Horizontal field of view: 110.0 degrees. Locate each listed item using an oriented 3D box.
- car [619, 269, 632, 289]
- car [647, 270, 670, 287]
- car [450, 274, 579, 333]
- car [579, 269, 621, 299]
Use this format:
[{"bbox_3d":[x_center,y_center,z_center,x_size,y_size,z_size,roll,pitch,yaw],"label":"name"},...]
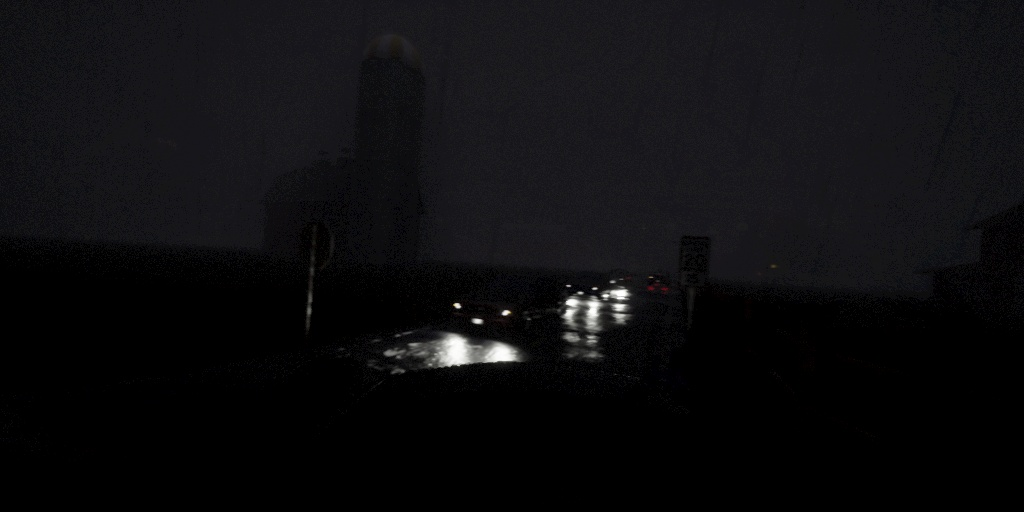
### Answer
[{"bbox_3d":[8.961,1.828,30.225,2.128,1.511,4.902,4,0,25],"label":"car"},{"bbox_3d":[15.083,2.296,36.722,1.812,1.442,4.674,4,0,25],"label":"car"},{"bbox_3d":[0.283,1.289,11.211,2.033,1.411,5.357,4,0,25],"label":"car"},{"bbox_3d":[4.648,1.587,20.786,2.033,1.411,5.357,4,0,25],"label":"car"}]
